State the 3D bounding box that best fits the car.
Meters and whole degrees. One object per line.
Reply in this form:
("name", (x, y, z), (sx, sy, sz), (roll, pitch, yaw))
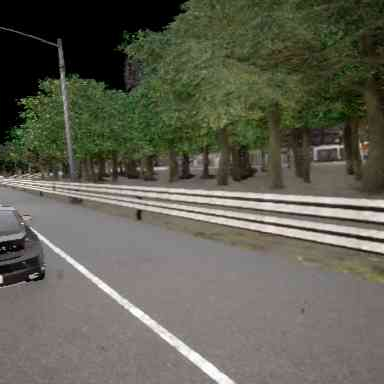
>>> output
("car", (-4.633, 1.092, 7.430), (1.837, 1.490, 4.892), (-7, 7, -34))
